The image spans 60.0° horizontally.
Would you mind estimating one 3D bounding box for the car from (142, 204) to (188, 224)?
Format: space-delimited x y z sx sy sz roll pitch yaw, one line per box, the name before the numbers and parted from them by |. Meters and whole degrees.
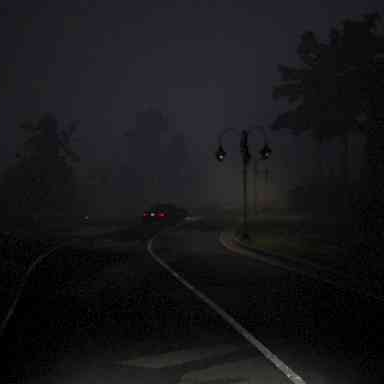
car | -1.925 1.578 25.008 2.033 1.411 5.357 -1 0 17
